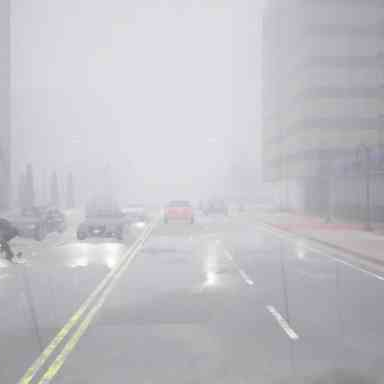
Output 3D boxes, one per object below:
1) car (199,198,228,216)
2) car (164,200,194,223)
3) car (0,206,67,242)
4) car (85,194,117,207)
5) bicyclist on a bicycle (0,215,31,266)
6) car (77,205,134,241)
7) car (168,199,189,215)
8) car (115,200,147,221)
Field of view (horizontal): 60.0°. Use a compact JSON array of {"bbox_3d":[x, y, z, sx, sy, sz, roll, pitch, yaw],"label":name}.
[{"bbox_3d":[2.184,1.352,32.601,2.097,1.767,4.553,0,0,-3],"label":"car"},{"bbox_3d":[-0.986,1.352,25.264,2.097,1.767,4.553,0,0,-3],"label":"car"},{"bbox_3d":[-7.779,1.492,16.560,2.128,1.511,4.902,0,0,-2],"label":"car"},{"bbox_3d":[-8.443,1.217,31.620,2.150,2.045,5.566,0,1,-2],"label":"car"},{"bbox_3d":[-5.730,1.455,10.049,1.656,1.620,0.582,-2,0,-3],"label":"bicyclist on a bicycle"},{"bbox_3d":[-4.295,1.564,16.657,1.994,1.385,4.181,0,0,-3],"label":"car"},{"bbox_3d":[-1.438,1.547,35.158,2.033,1.411,5.357,0,0,-2],"label":"car"},{"bbox_3d":[-4.681,1.526,27.032,1.812,1.442,4.674,0,0,-2],"label":"car"}]
